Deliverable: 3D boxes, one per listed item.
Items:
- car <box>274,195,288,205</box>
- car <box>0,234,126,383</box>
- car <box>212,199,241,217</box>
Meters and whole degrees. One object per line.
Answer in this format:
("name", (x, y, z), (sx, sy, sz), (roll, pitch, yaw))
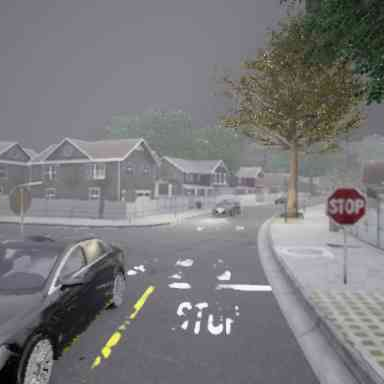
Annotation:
("car", (14.612, 1.253, 52.801), (2.033, 1.411, 5.357), (0, 0, 30))
("car", (-2.394, 1.475, 5.047), (2.128, 1.511, 4.902), (0, 0, 4))
("car", (3.264, 1.402, 30.671), (2.128, 1.511, 4.902), (0, 0, 21))
